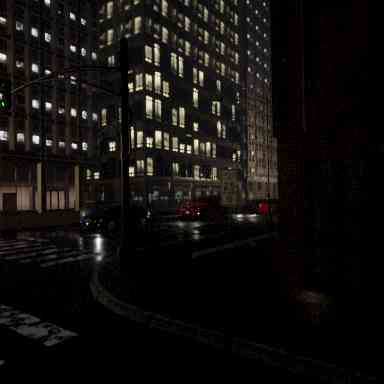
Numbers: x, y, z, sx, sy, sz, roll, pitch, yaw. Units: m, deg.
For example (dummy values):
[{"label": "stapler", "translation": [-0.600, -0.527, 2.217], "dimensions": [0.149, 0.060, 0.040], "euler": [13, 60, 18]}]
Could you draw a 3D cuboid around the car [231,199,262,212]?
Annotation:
[{"label": "car", "translation": [6.839, 1.689, 41.379], "dimensions": [1.752, 1.417, 4.829], "euler": [-2, -1, 36]}]

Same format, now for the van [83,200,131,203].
[{"label": "van", "translation": [-5.991, 1.460, 23.467], "dimensions": [1.690, 1.788, 3.998], "euler": [-2, -1, 36]}]

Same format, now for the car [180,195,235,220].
[{"label": "car", "translation": [1.244, 1.307, 29.123], "dimensions": [2.150, 2.045, 5.566], "euler": [-1, -1, 36]}]

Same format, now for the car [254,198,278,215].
[{"label": "car", "translation": [8.533, 1.391, 33.805], "dimensions": [2.097, 1.767, 4.553], "euler": [-1, -1, 36]}]

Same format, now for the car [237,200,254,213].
[{"label": "car", "translation": [7.249, 1.584, 37.486], "dimensions": [1.882, 1.535, 5.008], "euler": [-1, -1, 36]}]

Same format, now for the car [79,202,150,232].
[{"label": "car", "translation": [-4.645, 1.571, 20.934], "dimensions": [1.837, 1.490, 4.892], "euler": [-1, -1, 33]}]
